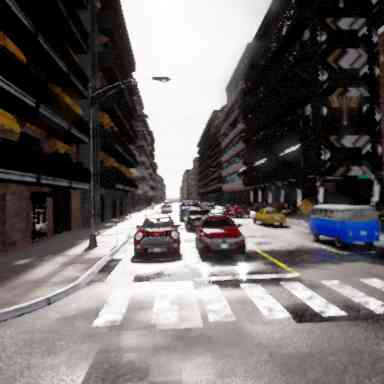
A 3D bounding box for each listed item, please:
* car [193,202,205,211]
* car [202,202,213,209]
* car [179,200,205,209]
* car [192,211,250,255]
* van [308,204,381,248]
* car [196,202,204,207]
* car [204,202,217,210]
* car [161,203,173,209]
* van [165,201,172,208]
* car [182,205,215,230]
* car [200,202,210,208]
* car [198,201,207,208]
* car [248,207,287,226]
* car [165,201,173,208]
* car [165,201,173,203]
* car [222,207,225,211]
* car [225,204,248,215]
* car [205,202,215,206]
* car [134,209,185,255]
[{"bbox_3d":[1.291,2.696,62.276,1.882,1.535,5.008,-1,-1,-4],"label":"car"},{"bbox_3d":[3.273,2.922,71.905,2.008,1.369,4.403,-1,-1,-4],"label":"car"},{"bbox_3d":[-0.211,1.927,35.624,2.150,2.045,5.566,-1,-1,-4],"label":"car"},{"bbox_3d":[1.122,1.793,14.716,1.812,1.442,4.674,-1,-1,-2],"label":"car"},{"bbox_3d":[6.874,1.489,15.417,1.690,1.788,3.998,-1,-1,-4],"label":"van"},{"bbox_3d":[2.192,3.332,88.852,1.802,1.307,4.206,-1,-1,-4],"label":"car"},{"bbox_3d":[3.633,2.797,66.255,2.008,1.369,4.403,-1,-1,-4],"label":"car"},{"bbox_3d":[-3.647,2.637,48.789,1.802,1.307,4.206,-1,-1,-4],"label":"car"},{"bbox_3d":[-6.176,3.273,88.341,1.690,1.788,3.998,-1,-1,-4],"label":"van"},{"bbox_3d":[0.464,1.983,24.966,1.837,1.490,4.892,-1,-1,-4],"label":"car"},{"bbox_3d":[2.912,3.040,77.555,1.887,1.381,4.507,-1,-1,-4],"label":"car"},{"bbox_3d":[2.549,3.062,83.204,1.967,1.590,4.097,-1,-1,-4],"label":"car"},{"bbox_3d":[6.145,1.910,26.881,1.752,1.417,4.829,-1,-1,-4],"label":"car"},{"bbox_3d":[-6.538,3.381,93.988,2.192,1.841,5.009,-1,-1,-4],"label":"car"},{"bbox_3d":[-5.095,2.868,71.393,2.192,1.841,5.009,-1,-1,-4],"label":"car"},{"bbox_3d":[5.075,2.293,43.657,1.887,1.381,4.507,-1,-1,-4],"label":"car"},{"bbox_3d":[5.435,2.169,38.008,1.887,1.381,4.507,-1,-1,-4],"label":"car"},{"bbox_3d":[1.931,2.542,52.109,2.033,1.411,5.357,-1,-1,-4],"label":"car"},{"bbox_3d":[-1.487,1.771,14.897,1.967,1.590,4.097,-1,-1,-4],"label":"car"}]
